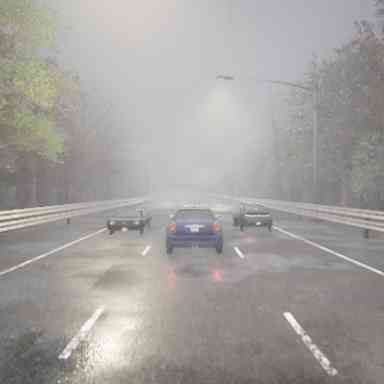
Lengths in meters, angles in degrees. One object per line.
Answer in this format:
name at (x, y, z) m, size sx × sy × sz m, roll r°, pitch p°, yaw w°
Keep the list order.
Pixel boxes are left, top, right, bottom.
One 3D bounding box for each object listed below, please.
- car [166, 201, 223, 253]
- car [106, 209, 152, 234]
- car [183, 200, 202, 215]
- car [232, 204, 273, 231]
car at (0.093, 1.351, 13.896) m, size 2.097 × 1.767 × 4.553 m, roll 0°, pitch 0°, yaw 0°
car at (-3.409, 1.597, 19.067) m, size 1.895 × 1.301 × 4.718 m, roll 0°, pitch 0°, yaw 0°
car at (0.085, 1.582, 35.118) m, size 1.895 × 1.301 × 4.718 m, roll 0°, pitch 0°, yaw 0°
car at (3.591, 1.487, 20.390) m, size 2.128 × 1.511 × 4.902 m, roll 0°, pitch 0°, yaw 0°
